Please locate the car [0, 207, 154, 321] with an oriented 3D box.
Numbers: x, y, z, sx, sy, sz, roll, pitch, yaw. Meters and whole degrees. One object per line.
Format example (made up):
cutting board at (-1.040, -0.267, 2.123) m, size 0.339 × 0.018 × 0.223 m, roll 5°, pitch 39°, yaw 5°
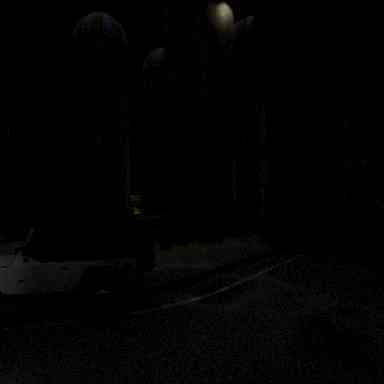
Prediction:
car at (-2.701, 1.330, 6.628) m, size 3.866 × 1.878 × 1.905 m, roll -2°, pitch 5°, yaw -7°
